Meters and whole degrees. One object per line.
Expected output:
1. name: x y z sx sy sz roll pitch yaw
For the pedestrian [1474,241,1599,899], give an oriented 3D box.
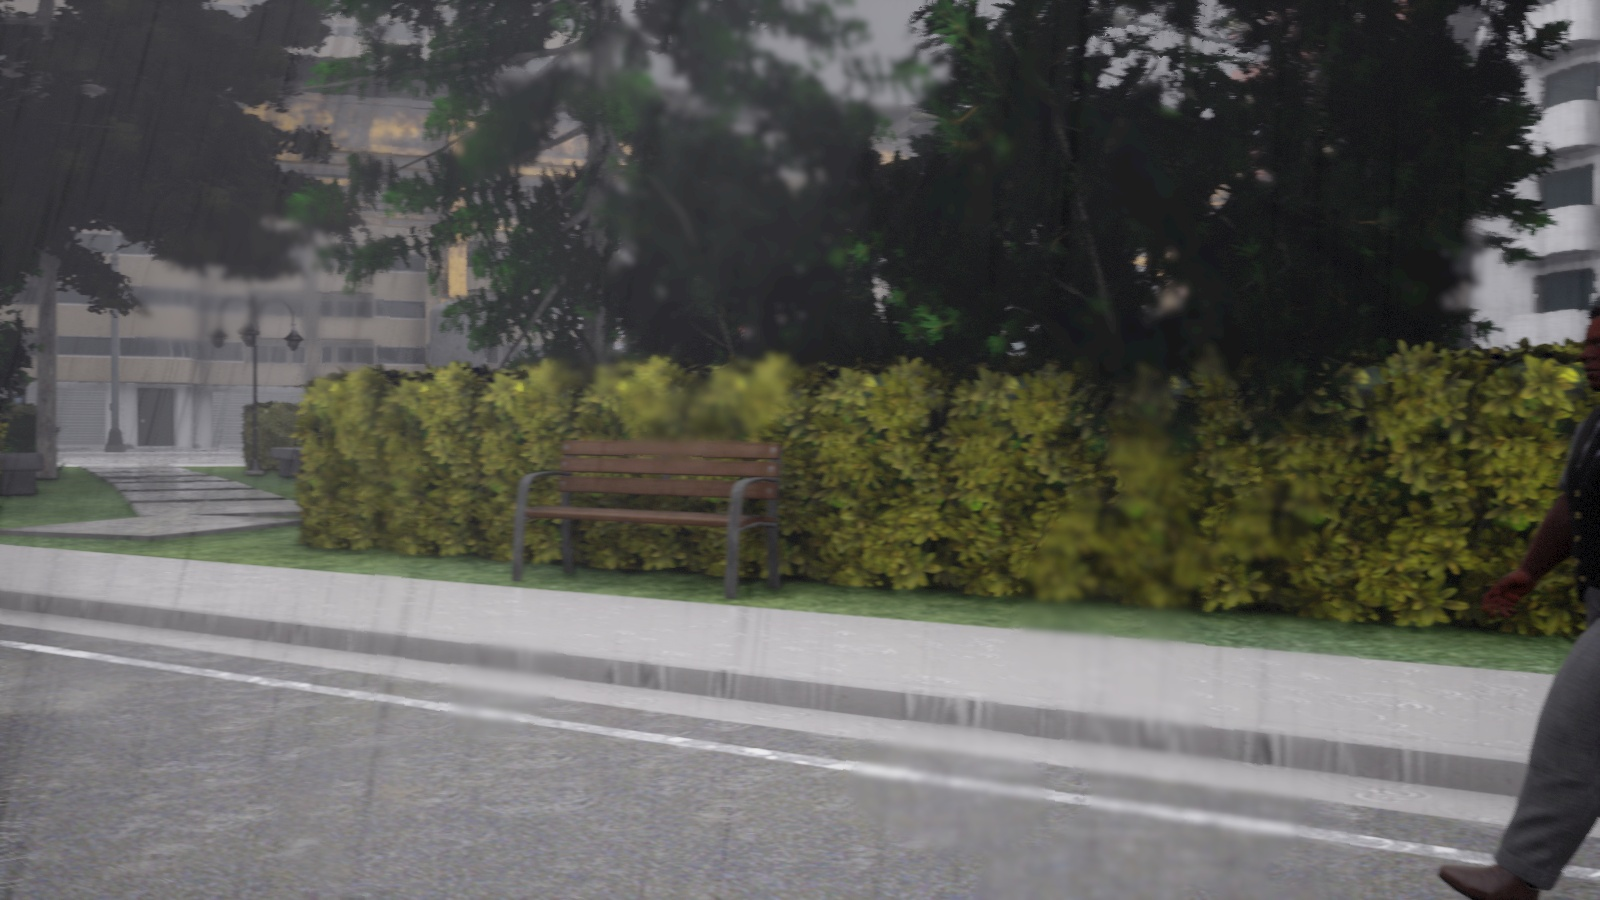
1. pedestrian: 2.393 0.399 3.434 0.849 1.883 0.563 0 1 13
